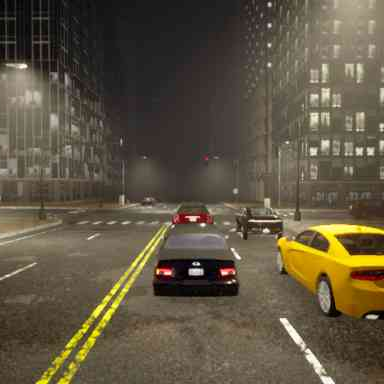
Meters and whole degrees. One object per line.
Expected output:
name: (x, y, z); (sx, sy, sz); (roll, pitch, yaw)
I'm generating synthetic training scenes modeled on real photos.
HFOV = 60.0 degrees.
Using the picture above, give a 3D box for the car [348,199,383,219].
car: (16.092, 1.518, 28.666); (5.009, 1.841, 2.192); (1, 0, 1)

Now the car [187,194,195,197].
car: (-0.306, 1.466, 79.775); (1.994, 1.385, 4.181); (0, 0, 0)

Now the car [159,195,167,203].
car: (-6.771, 1.540, 67.508); (1.895, 1.301, 4.718); (0, 0, 0)

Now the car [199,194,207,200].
car: (2.905, 1.291, 89.822); (1.994, 1.385, 4.181); (0, 0, 0)

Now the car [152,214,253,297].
car: (0.066, 1.543, 8.733); (2.033, 1.411, 5.357); (0, 0, 0)

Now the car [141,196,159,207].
car: (-6.790, 1.560, 52.138); (1.895, 1.301, 4.718); (0, 0, 0)

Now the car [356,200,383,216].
car: (19.975, 1.621, 34.398); (5.008, 1.535, 1.882); (0, 1, 1)

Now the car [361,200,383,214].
car: (21.669, 1.641, 36.974); (4.829, 1.417, 1.752); (1, 0, 1)

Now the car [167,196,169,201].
car: (-6.816, 1.461, 82.285); (1.994, 1.385, 4.181); (0, 0, 0)

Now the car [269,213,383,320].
car: (3.323, 1.474, 7.462); (1.882, 1.535, 5.008); (0, 0, 0)

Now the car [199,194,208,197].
car: (2.945, 1.269, 79.756); (2.097, 1.767, 4.553); (0, 0, 0)

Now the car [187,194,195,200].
car: (-0.345, 1.291, 89.810); (1.994, 1.385, 4.181); (0, 0, 0)

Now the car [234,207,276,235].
car: (3.277, 1.482, 16.877); (2.128, 1.511, 4.902); (0, 0, 1)

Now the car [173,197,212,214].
car: (0.033, 1.341, 18.047); (2.097, 1.767, 4.553); (0, 0, 0)
